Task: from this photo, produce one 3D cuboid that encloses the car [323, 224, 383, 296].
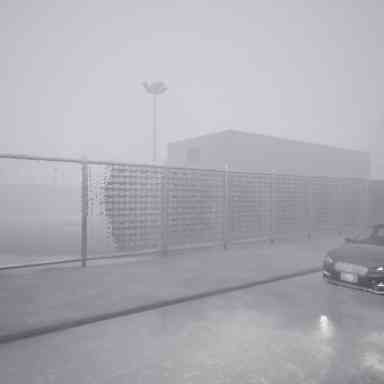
[{"bbox_3d":[5.326,1.598,8.571,4.902,1.511,2.128,1,-1,-37],"label":"car"}]
